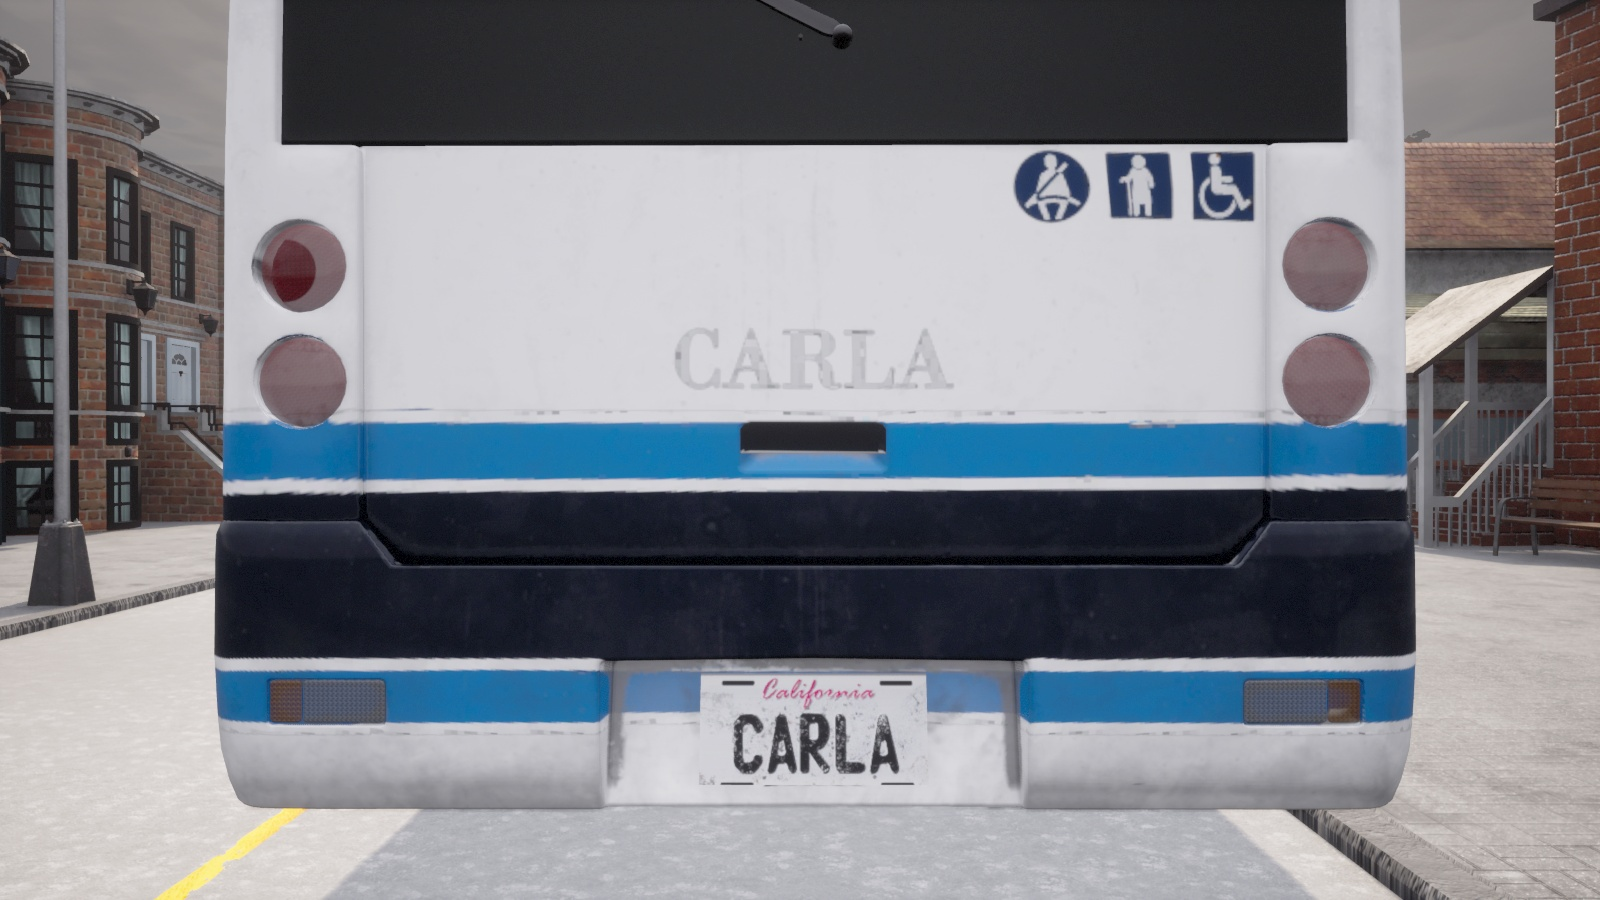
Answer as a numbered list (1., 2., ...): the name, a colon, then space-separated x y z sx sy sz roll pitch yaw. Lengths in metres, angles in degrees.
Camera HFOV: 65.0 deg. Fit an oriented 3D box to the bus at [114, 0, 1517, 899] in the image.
1. bus: 0.066 -0.679 8.669 3.944 4.253 10.273 0 0 0
